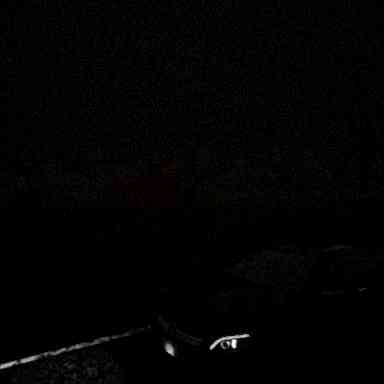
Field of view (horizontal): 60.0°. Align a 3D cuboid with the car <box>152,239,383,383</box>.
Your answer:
[{"bbox_3d":[1.644,1.523,5.165,4.674,1.442,1.812,0,0,-35],"label":"car"}]
